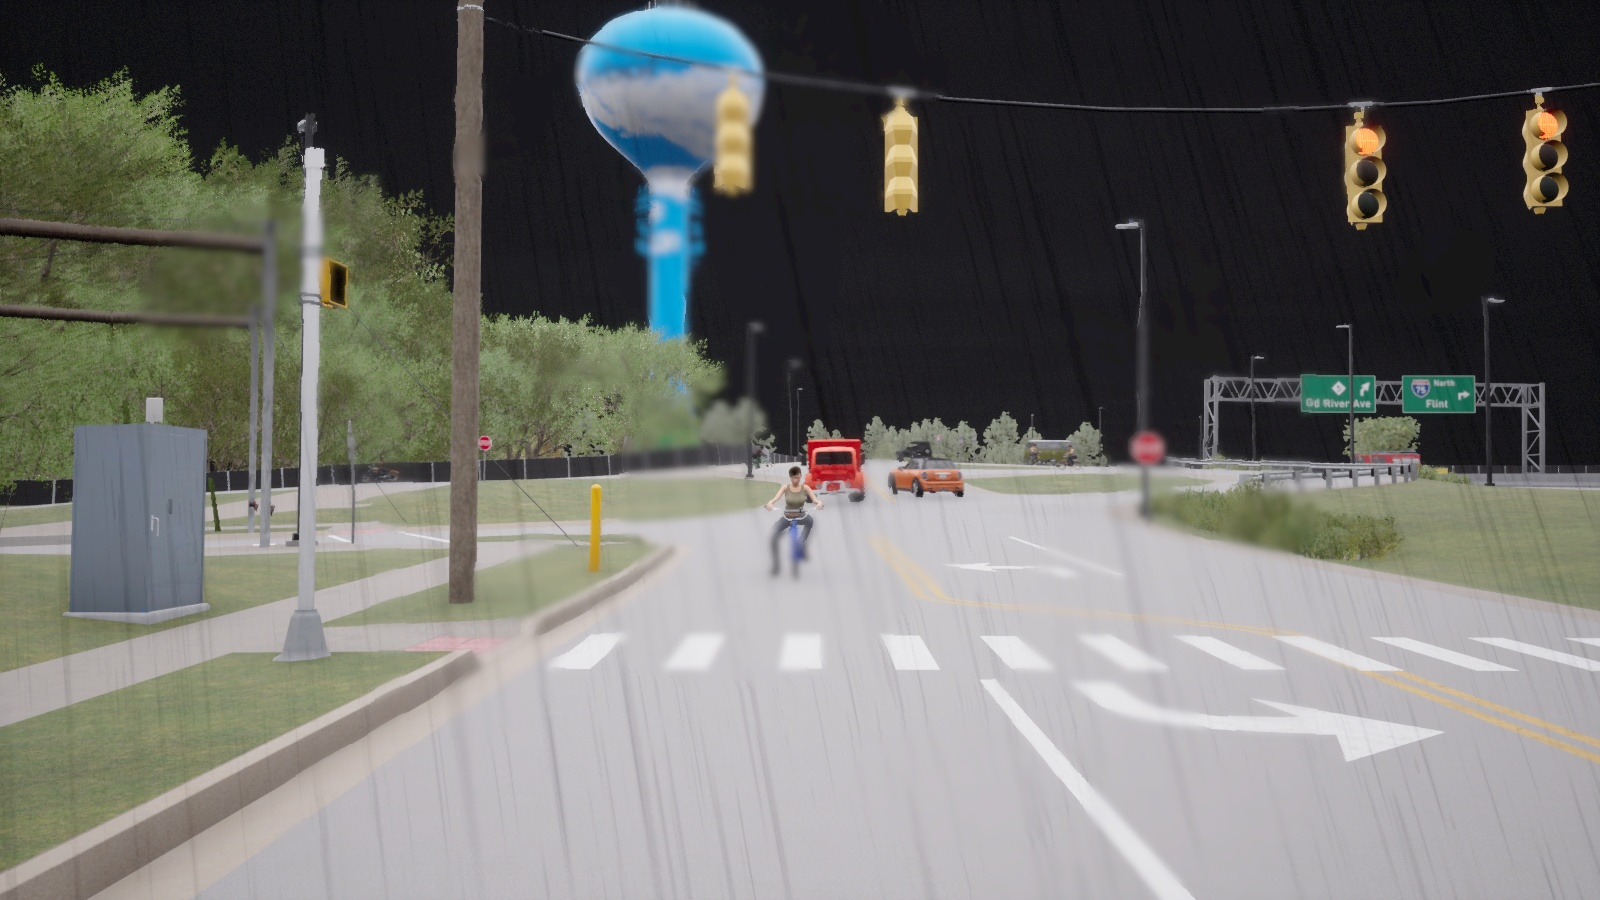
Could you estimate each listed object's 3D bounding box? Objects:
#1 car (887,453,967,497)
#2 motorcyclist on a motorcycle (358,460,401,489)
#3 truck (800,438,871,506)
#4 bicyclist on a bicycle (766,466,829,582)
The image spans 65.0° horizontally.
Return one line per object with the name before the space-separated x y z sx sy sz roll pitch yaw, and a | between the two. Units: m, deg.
car | 5.478 1.055 54.916 2.097 1.767 4.553 0 1 -13
motorcyclist on a motorcycle | -25.593 1.481 76.453 2.350 1.649 0.766 -2 0 -25
truck | 1.406 0.810 49.697 2.627 2.467 5.204 -1 0 2
bicyclist on a bicycle | -0.056 1.042 18.222 0.866 1.612 1.509 0 -1 -1
